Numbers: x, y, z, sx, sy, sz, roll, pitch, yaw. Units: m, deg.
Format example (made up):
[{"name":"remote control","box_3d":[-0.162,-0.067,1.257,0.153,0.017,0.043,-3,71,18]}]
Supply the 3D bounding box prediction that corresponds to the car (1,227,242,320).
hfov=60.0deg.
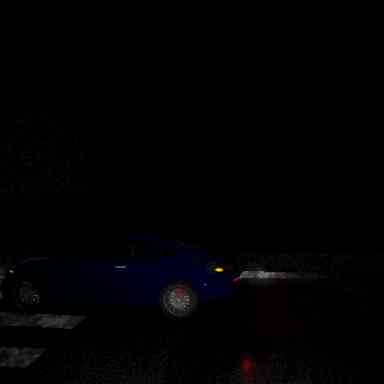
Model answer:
[{"name":"car","box_3d":[-1.364,1.455,6.666,4.674,1.442,1.812,-1,1,9]}]
